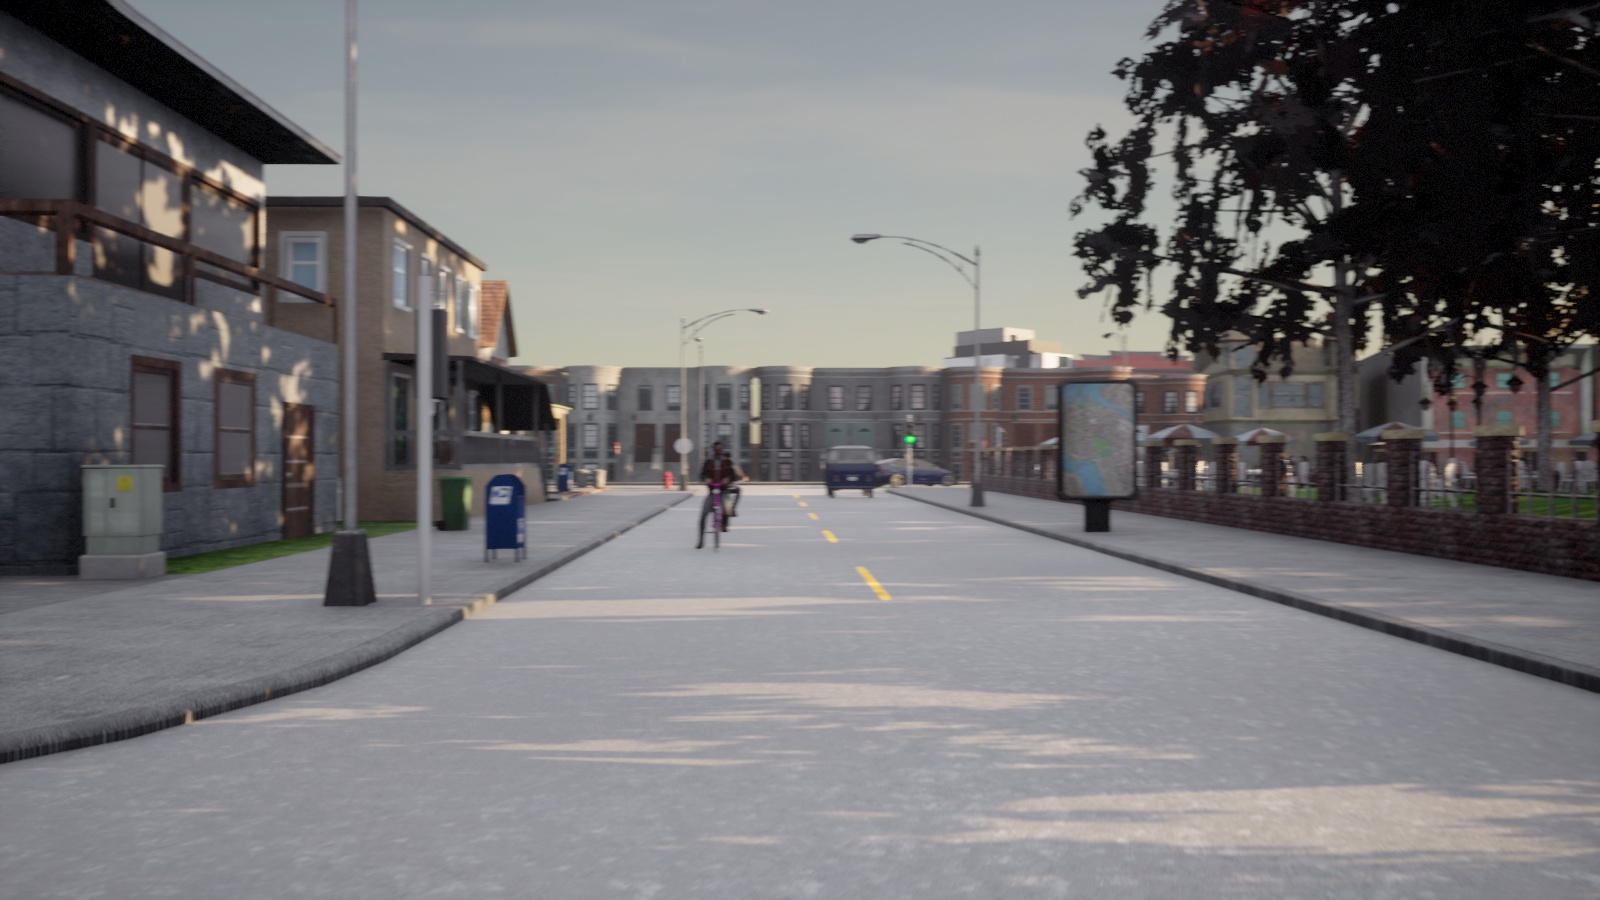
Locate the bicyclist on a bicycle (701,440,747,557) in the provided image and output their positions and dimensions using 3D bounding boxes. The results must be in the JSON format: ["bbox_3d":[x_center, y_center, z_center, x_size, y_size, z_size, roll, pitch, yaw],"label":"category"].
[{"bbox_3d":[-1.195,0.751,20.038,0.659,1.776,1.843,0,-1,-1],"label":"bicyclist on a bicycle"}]

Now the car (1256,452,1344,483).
[{"bbox_3d":[26.778,0.934,67.330,3.988,1.617,1.851,0,0,-1],"label":"car"}]

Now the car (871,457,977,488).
[{"bbox_3d":[6.195,1.113,62.719,4.792,1.488,2.163,0,0,-24],"label":"car"}]

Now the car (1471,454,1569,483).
[{"bbox_3d":[38.653,0.990,67.524,4.193,1.474,1.816,0,0,3],"label":"car"}]

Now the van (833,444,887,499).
[{"bbox_3d":[2.245,0.794,48.163,1.775,1.987,4.442,0,0,-1],"label":"van"}]
